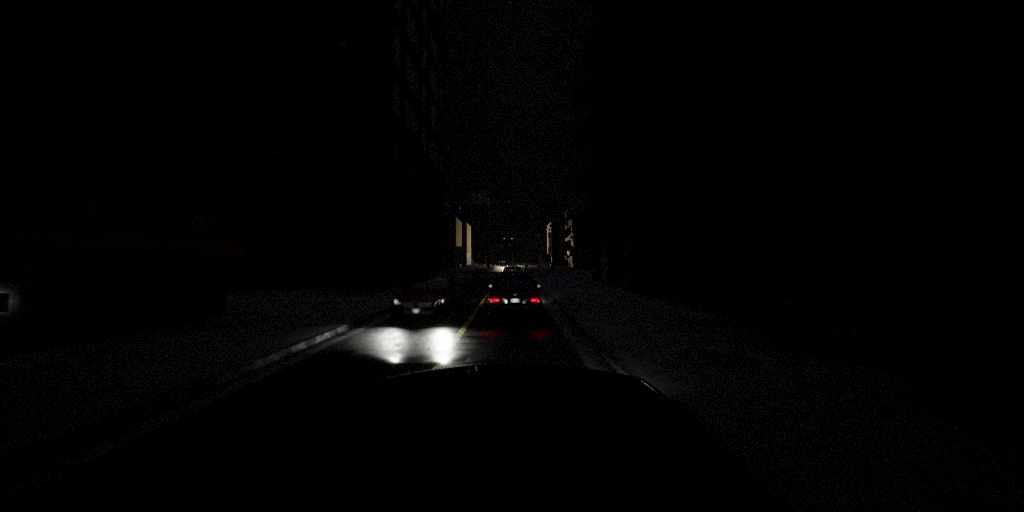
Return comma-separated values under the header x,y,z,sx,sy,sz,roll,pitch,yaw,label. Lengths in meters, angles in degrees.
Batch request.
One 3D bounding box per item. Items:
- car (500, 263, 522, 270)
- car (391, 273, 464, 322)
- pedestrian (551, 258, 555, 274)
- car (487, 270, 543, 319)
x,y,z,sx,sy,sz,roll,pitch,yaw,label
0.091,1.522,27.868,2.033,1.411,5.357,0,0,0,car
-2.850,1.379,12.976,1.812,1.442,4.674,0,0,0,car
4.507,1.104,39.687,0.375,1.860,0.375,1,-2,0,pedestrian
0.095,1.403,13.215,2.033,1.411,5.357,0,-1,0,car
